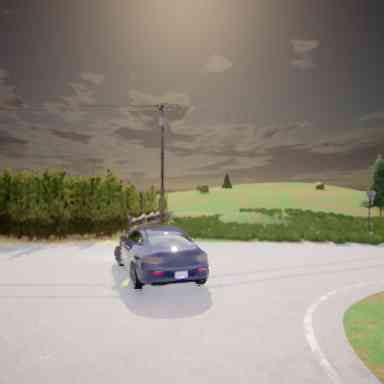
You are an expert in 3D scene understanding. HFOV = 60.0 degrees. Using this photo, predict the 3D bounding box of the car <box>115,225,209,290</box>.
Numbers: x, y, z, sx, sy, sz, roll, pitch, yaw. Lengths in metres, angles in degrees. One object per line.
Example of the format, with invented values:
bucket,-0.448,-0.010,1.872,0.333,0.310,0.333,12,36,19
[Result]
car,-1.006,1.689,9.596,1.812,1.442,4.674,1,0,-20
